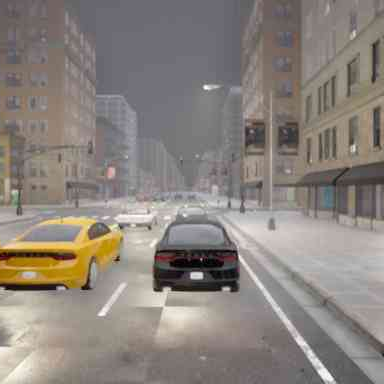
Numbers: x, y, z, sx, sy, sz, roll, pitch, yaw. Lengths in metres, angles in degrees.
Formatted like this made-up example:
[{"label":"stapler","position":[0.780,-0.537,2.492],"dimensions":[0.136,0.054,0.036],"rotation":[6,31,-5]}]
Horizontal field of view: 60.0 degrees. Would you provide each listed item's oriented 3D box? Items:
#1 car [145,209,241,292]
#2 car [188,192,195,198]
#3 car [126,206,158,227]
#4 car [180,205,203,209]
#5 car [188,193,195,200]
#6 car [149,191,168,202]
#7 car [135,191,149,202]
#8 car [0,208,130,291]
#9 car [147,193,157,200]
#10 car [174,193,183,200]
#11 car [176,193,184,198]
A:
[{"label":"car","position":[0.089,1.436,8.835],"dimensions":[1.882,1.535,5.008],"rotation":[0,0,0]},{"label":"car","position":[-0.124,0.901,91.420],"dimensions":[1.882,1.535,5.008],"rotation":[0,0,0]},{"label":"car","position":[-3.177,1.506,20.212],"dimensions":[1.895,1.301,4.718],"rotation":[0,0,0]},{"label":"car","position":[-0.024,1.460,18.654],"dimensions":[2.033,1.411,5.357],"rotation":[0,0,0]},{"label":"car","position":[-0.109,1.081,81.002],"dimensions":[1.882,1.535,5.008],"rotation":[0,0,0]},{"label":"car","position":[-6.604,0.901,66.130],"dimensions":[2.150,2.045,5.566],"rotation":[0,0,0]},{"label":"car","position":[-9.853,0.901,66.077],"dimensions":[2.150,2.045,5.566],"rotation":[0,0,0]},{"label":"car","position":[-3.162,1.436,8.918],"dimensions":[1.882,1.535,5.008],"rotation":[0,0,0]},{"label":"car","position":[-9.860,1.093,81.505],"dimensions":[1.837,1.490,4.892],"rotation":[0,0,0]},{"label":"car","position":[-3.359,1.103,80.997],"dimensions":[1.837,1.490,4.892],"rotation":[0,0,0]},{"label":"car","position":[-3.374,0.963,91.416],"dimensions":[2.033,1.411,5.357],"rotation":[0,0,0]}]
